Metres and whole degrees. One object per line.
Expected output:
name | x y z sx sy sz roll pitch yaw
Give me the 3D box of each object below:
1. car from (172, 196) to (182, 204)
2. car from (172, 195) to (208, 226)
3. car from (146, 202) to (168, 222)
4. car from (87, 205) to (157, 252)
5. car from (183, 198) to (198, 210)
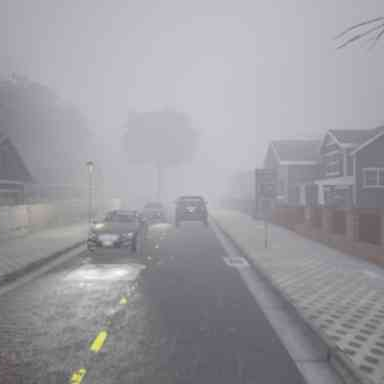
car | -3.216 1.654 70.841 1.882 1.535 5.008 0 0 0
car | -0.052 1.256 23.563 2.150 2.045 5.566 0 0 0
car | -2.984 1.552 26.607 1.837 1.490 4.892 0 0 0
car | -2.931 1.512 13.981 2.128 1.511 4.902 0 0 0
car | -0.205 1.583 46.271 1.882 1.535 5.008 0 0 0
